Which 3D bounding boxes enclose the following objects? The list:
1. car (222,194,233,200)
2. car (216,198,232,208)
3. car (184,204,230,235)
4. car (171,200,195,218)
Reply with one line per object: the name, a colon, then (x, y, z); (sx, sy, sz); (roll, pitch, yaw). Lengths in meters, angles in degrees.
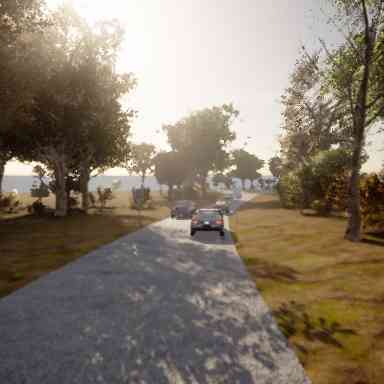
car: (7.718, 1.127, 71.702); (2.033, 1.411, 5.357); (1, 3, 15)
car: (3.629, 1.835, 40.853); (1.812, 1.442, 4.674); (0, 0, 9)
car: (0.955, 1.629, 19.330); (2.033, 1.411, 5.357); (0, -1, 5)
car: (-0.669, 1.547, 31.729); (2.097, 1.767, 4.553); (1, -1, 8)
